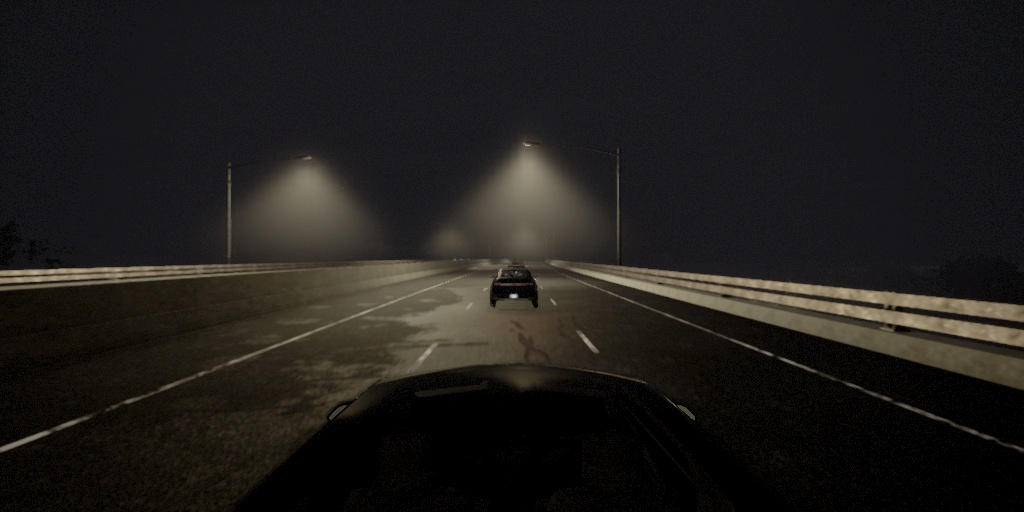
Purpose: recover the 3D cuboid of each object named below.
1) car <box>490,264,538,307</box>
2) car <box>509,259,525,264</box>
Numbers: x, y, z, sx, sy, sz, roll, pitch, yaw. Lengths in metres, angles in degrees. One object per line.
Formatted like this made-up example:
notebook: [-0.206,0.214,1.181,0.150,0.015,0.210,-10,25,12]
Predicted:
car: [0.083,1.250,15.427,2.128,1.511,4.902,0,0,0]
car: [0.426,1.291,35.025,1.837,1.490,4.892,0,0,1]
